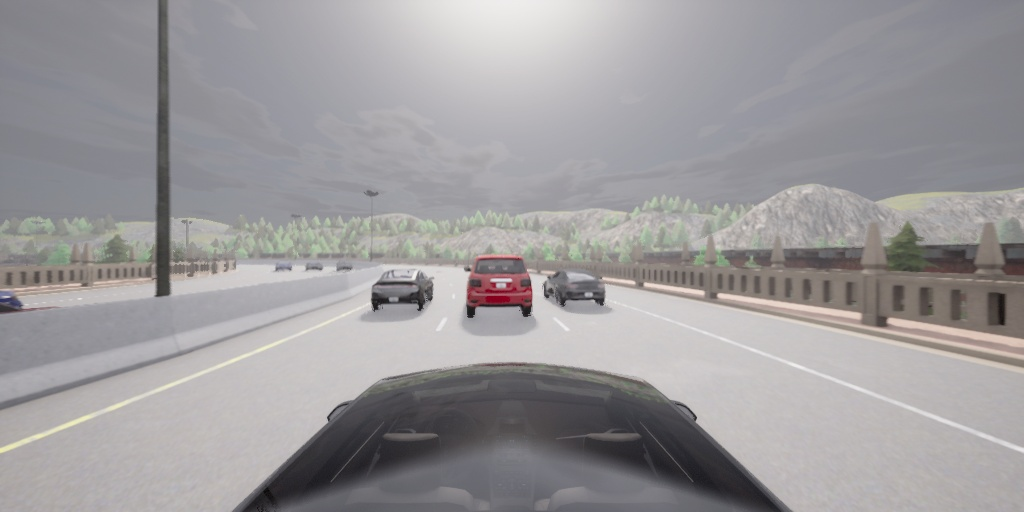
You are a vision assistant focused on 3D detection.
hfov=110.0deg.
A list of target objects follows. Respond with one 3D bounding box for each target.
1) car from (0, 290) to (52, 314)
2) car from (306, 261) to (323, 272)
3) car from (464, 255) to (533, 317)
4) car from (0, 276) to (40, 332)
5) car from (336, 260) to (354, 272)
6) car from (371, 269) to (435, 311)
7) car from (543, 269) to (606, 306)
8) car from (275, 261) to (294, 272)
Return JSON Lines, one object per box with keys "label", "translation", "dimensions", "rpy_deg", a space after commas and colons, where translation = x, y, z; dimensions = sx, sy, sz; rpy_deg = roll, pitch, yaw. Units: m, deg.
{"label": "car", "translation": [-10.767, 1.361, 5.906], "dimensions": [1.895, 1.301, 4.718], "rpy_deg": [0, 0, -2]}
{"label": "car", "translation": [-26.708, 1.389, 48.457], "dimensions": [1.994, 1.385, 4.181], "rpy_deg": [0, 0, -30]}
{"label": "car", "translation": [-0.604, 0.987, 13.496], "dimensions": [2.150, 2.045, 5.566], "rpy_deg": [0, 0, -6]}
{"label": "car", "translation": [-14.384, 1.291, 7.963], "dimensions": [1.812, 1.442, 4.674], "rpy_deg": [0, 0, -4]}
{"label": "car", "translation": [-22.239, 1.329, 47.654], "dimensions": [1.837, 1.490, 4.892], "rpy_deg": [0, -1, -28]}
{"label": "car", "translation": [-4.271, 1.261, 14.509], "dimensions": [2.128, 1.511, 4.902], "rpy_deg": [0, 0, -7]}
{"label": "car", "translation": [2.616, 1.293, 15.773], "dimensions": [1.812, 1.442, 4.674], "rpy_deg": [0, 0, -7]}
{"label": "car", "translation": [-30.929, 1.354, 48.746], "dimensions": [1.812, 1.442, 4.674], "rpy_deg": [0, 0, -31]}
